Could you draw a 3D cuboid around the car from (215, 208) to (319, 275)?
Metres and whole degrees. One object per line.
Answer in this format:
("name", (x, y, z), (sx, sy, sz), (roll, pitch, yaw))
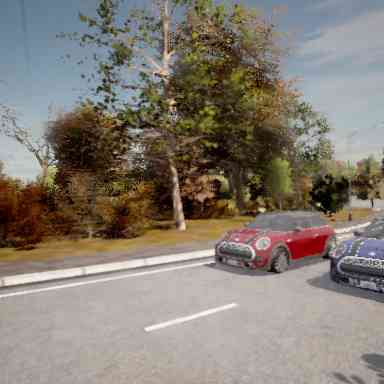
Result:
("car", (2.873, 1.438, 10.968), (4.553, 1.767, 2.097), (0, -1, -41))

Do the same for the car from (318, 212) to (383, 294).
("car", (5.476, 1.410, 8.596), (4.553, 1.767, 2.097), (0, -1, -41))
